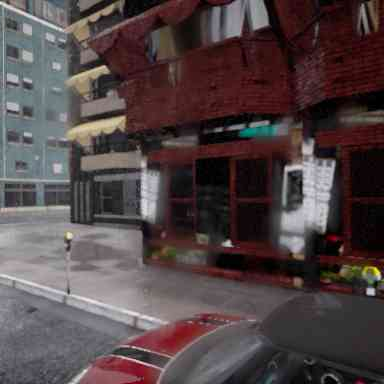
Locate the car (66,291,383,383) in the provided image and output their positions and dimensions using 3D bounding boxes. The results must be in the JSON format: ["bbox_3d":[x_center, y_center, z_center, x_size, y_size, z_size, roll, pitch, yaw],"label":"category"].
[{"bbox_3d":[0.874,1.441,2.111,4.097,1.590,1.967,0,-1,36],"label":"car"}]
